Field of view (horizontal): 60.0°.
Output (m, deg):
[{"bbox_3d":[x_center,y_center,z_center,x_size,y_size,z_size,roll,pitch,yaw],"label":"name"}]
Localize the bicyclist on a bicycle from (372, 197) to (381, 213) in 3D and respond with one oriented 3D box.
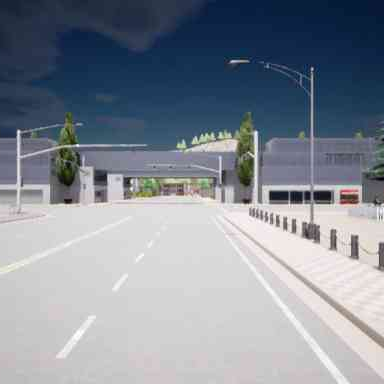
[{"bbox_3d":[18.163,1.275,32.693,0.582,1.620,1.656,0,0,0],"label":"bicyclist on a bicycle"}]
